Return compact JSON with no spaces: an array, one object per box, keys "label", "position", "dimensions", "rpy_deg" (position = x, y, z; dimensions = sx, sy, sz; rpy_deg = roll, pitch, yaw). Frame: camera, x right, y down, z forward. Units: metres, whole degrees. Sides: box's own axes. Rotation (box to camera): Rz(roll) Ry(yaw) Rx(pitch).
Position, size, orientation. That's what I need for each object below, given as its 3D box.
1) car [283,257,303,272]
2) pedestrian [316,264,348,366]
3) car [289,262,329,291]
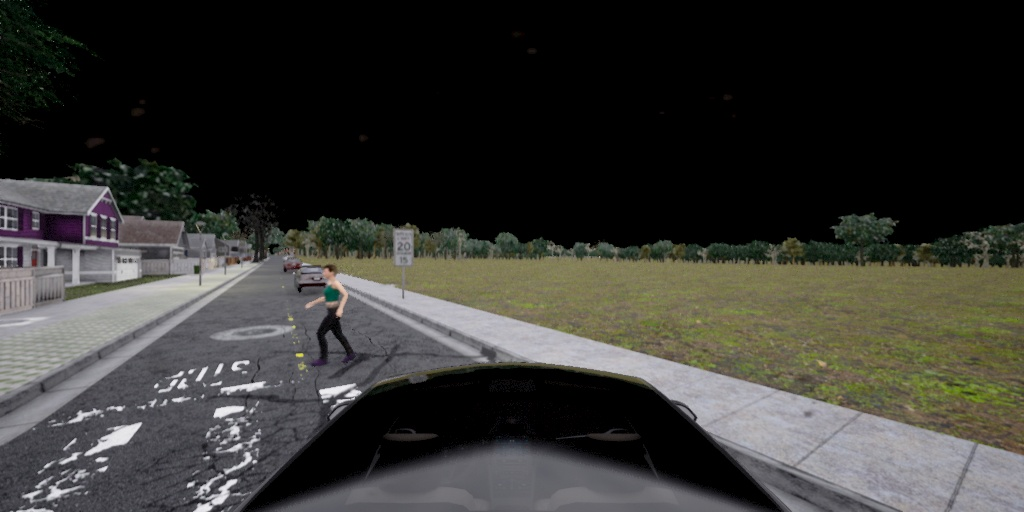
[{"label":"car","position":[-28.198,1.047,46.153],"dimensions":[2.097,1.767,4.553],"rpy_deg":[0,0,-33]},{"label":"pedestrian","position":[-3.262,1.038,6.499],"dimensions":[0.375,1.860,0.375],"rpy_deg":[1,-1,-33]},{"label":"car","position":[-12.018,1.279,21.633],"dimensions":[2.033,1.411,5.357],"rpy_deg":[0,0,-33]}]
